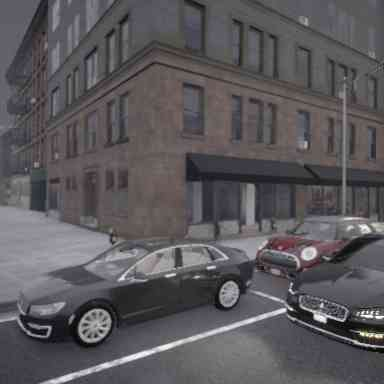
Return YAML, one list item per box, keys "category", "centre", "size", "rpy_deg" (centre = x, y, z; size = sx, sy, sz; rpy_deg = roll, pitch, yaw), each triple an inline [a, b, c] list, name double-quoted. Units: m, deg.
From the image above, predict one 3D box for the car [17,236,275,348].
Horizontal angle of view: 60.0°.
- category: "car"
  centre: [-0.775, 1.556, 6.202]
  size: [4.403, 1.369, 2.008]
  rpy_deg: [0, 0, -35]

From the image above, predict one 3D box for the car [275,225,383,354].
- category: "car"
  centre: [3.766, 1.516, 6.050]
  size: [4.892, 1.490, 1.837]
  rpy_deg: [0, 0, -35]

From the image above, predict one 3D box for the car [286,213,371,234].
- category: "car"
  centre: [3.701, 1.455, 9.385]
  size: [4.097, 1.590, 1.967]
  rpy_deg: [0, 0, -35]
